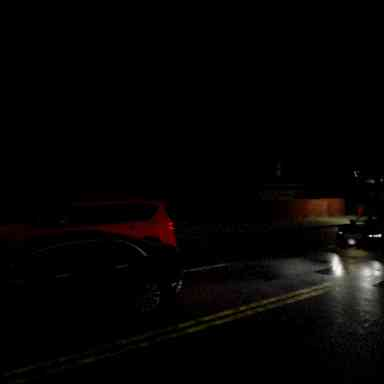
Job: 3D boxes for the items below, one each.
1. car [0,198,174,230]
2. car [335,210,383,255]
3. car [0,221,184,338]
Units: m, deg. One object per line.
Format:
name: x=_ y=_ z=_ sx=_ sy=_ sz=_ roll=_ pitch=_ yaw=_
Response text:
car: x=-3.096 y=1.220 z=9.467 sx=5.566 sy=2.045 sz=2.150 roll=0 pitch=0 yaw=-36
car: x=7.619 y=1.494 z=13.111 sx=4.902 sy=1.511 sz=2.128 roll=0 pitch=0 yaw=-35
car: x=-2.451 y=1.504 z=5.899 sx=4.892 sy=1.490 sz=1.837 roll=0 pitch=0 yaw=-35
